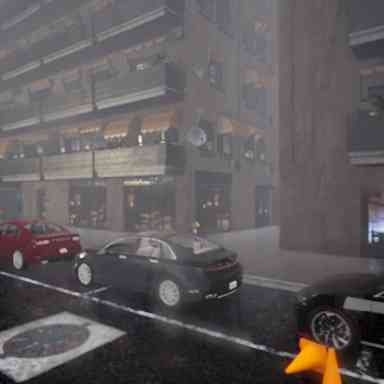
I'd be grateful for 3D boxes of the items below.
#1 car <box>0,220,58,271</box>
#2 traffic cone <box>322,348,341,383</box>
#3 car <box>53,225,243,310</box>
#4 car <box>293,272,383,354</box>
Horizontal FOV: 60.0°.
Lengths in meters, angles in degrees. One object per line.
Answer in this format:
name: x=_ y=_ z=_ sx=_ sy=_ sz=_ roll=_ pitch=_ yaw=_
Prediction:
car: x=-5.560 y=1.578 z=10.993 sx=4.507 sy=1.381 sz=1.887 roll=0 pitch=0 yaw=36
traffic cone: x=1.482 y=1.958 z=3.527 sx=0.340 sy=0.580 sz=0.340 roll=0 pitch=0 yaw=35
car: x=-0.984 y=1.567 z=7.713 sx=4.403 sy=1.369 sz=2.008 roll=0 pitch=0 yaw=36
car: x=3.593 y=1.566 z=4.433 sx=4.313 sy=1.339 sz=1.947 roll=0 pitch=0 yaw=36
